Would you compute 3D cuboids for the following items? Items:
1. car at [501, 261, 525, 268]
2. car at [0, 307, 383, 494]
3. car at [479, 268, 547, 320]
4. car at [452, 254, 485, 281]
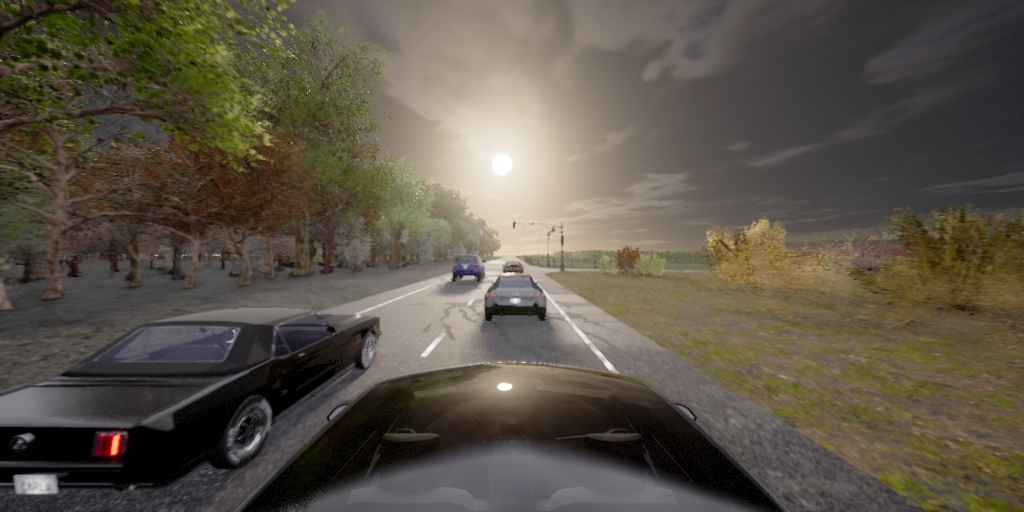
[{"bbox_3d":[0.108,1.164,31.630,1.837,1.490,4.892,0,0,0],"label":"car"},{"bbox_3d":[-3.398,1.342,4.785,1.895,1.301,4.718,0,0,0],"label":"car"},{"bbox_3d":[0.102,1.282,12.556,1.994,1.385,4.181,0,0,0],"label":"car"},{"bbox_3d":[-3.396,0.891,28.769,2.150,2.045,5.566,0,0,0],"label":"car"}]
